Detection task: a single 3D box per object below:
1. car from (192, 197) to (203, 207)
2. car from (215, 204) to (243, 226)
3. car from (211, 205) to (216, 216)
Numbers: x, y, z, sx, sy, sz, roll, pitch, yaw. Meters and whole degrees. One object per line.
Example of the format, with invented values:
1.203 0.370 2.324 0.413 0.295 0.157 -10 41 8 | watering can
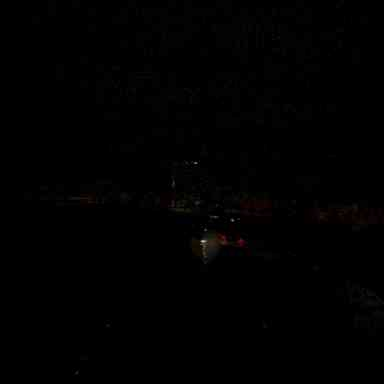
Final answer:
1.125 2.156 72.408 2.150 2.045 5.566 2 -1 1 | car
3.169 1.996 27.690 1.812 1.442 4.674 2 -1 1 | car
3.360 2.190 39.996 1.994 1.385 4.181 2 -1 2 | car
